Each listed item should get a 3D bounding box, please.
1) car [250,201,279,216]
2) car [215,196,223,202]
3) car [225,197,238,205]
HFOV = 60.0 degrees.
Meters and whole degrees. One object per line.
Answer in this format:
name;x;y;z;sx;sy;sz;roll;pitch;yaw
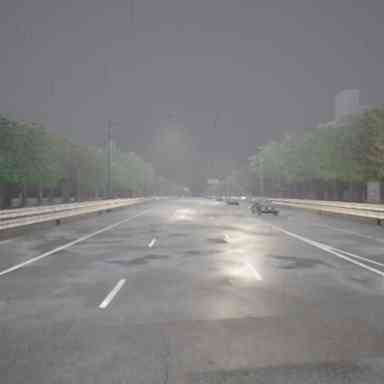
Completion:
car;7.017;1.547;32.507;2.033;1.411;5.357;0;0;0
car;7.242;1.876;88.902;1.812;1.442;4.674;0;-1;0
car;7.044;1.630;58.918;1.994;1.385;4.181;0;0;1
